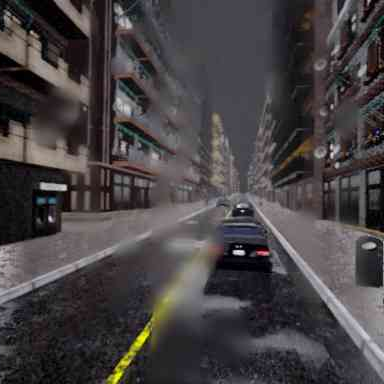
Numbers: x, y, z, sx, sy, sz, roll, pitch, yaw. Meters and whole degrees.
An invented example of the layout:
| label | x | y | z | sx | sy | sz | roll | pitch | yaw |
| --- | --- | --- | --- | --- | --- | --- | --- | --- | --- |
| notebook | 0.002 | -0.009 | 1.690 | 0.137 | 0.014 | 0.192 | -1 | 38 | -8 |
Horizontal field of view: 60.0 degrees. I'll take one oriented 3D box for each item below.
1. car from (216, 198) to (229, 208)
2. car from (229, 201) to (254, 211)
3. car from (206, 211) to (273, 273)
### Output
| label | x | y | z | sx | sy | sz | roll | pitch | yaw |
| --- | --- | --- | --- | --- | --- | --- | --- | --- | --- |
| car | 4.658 | 1.618 | 49.446 | 2.033 | 1.411 | 5.357 | 1 | 0 | 9 |
| car | 4.799 | 1.642 | 31.357 | 1.994 | 1.385 | 4.181 | 1 | 0 | 9 |
| car | 1.582 | 1.580 | 10.844 | 2.033 | 1.411 | 5.357 | 1 | 0 | 9 |
